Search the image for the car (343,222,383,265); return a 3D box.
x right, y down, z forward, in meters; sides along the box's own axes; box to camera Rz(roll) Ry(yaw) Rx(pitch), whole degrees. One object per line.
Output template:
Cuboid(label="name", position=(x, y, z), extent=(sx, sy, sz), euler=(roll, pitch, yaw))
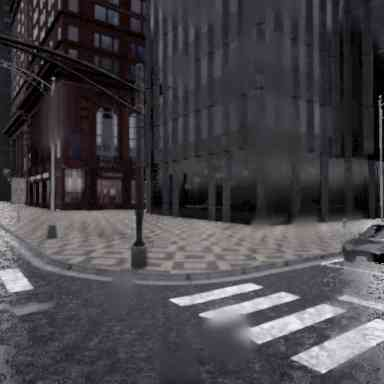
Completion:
Cuboid(label="car", position=(7.115, 1.757, 11.728), extent=(4.313, 1.339, 1.947), euler=(1, -1, -35))
